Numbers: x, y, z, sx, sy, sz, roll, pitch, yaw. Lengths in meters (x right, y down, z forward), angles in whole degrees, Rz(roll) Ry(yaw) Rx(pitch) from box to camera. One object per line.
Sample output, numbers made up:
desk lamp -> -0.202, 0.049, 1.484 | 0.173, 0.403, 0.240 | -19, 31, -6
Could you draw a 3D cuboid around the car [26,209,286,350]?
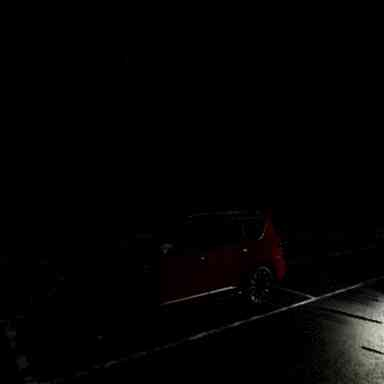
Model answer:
car -> -0.340, 1.301, 6.399 | 5.009, 1.841, 2.192 | 0, 0, -35
